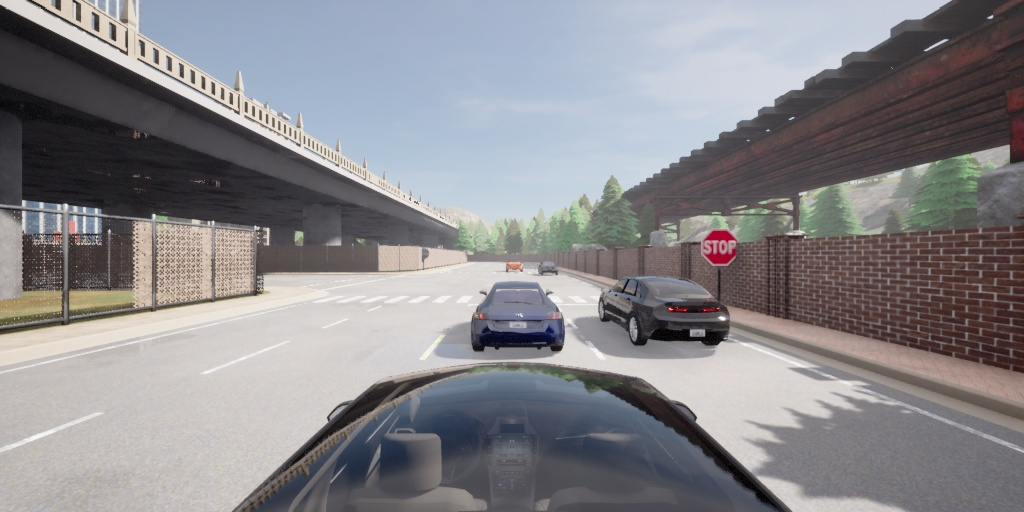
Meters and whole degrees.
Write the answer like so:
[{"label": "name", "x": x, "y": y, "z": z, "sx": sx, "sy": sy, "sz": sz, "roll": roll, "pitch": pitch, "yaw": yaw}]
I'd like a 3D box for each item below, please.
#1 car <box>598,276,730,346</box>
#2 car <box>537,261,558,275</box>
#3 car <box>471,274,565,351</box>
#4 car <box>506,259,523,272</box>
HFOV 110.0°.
[{"label": "car", "x": 3.620, "y": 1.255, "z": 9.412, "sx": 1.837, "sy": 1.490, "sz": 4.892, "roll": 0, "pitch": 0, "yaw": 0}, {"label": "car", "x": 3.850, "y": 1.297, "z": 38.927, "sx": 2.033, "sy": 1.411, "sz": 5.357, "roll": 0, "pitch": 0, "yaw": -1}, {"label": "car", "x": 0.117, "y": 1.314, "z": 8.987, "sx": 1.994, "sy": 1.385, "sz": 4.181, "roll": 0, "pitch": 0, "yaw": 0}, {"label": "car", "x": 0.270, "y": 1.102, "z": 45.712, "sx": 2.097, "sy": 1.767, "sz": 4.553, "roll": 0, "pitch": 0, "yaw": 0}]
